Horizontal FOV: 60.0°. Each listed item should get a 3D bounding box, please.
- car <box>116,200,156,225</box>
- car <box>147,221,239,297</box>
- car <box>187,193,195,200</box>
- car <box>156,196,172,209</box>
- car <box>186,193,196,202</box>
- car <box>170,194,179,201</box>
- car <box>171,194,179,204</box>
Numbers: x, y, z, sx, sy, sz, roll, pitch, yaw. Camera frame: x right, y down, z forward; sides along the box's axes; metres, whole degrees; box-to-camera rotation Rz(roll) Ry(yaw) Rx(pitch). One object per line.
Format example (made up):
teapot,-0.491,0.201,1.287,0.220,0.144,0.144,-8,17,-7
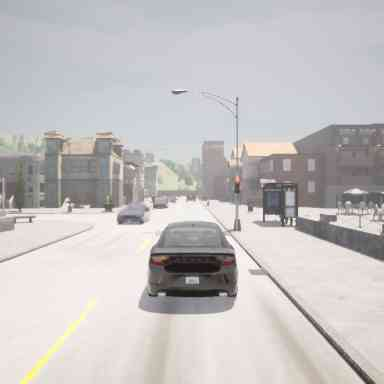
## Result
car,-4.165,1.547,24.625,2.033,1.411,5.357,0,0,0
car,0.027,1.478,8.613,1.882,1.535,5.008,0,0,0
car,-0.239,1.187,87.100,2.097,1.767,4.553,0,0,0
car,-4.223,1.547,45.856,2.033,1.411,5.357,0,0,0
car,-0.210,1.217,76.739,2.150,2.045,5.566,0,0,0
car,-4.220,1.341,80.324,2.097,1.767,4.553,0,0,0
car,-4.222,1.492,65.159,2.128,1.511,4.902,0,0,0
